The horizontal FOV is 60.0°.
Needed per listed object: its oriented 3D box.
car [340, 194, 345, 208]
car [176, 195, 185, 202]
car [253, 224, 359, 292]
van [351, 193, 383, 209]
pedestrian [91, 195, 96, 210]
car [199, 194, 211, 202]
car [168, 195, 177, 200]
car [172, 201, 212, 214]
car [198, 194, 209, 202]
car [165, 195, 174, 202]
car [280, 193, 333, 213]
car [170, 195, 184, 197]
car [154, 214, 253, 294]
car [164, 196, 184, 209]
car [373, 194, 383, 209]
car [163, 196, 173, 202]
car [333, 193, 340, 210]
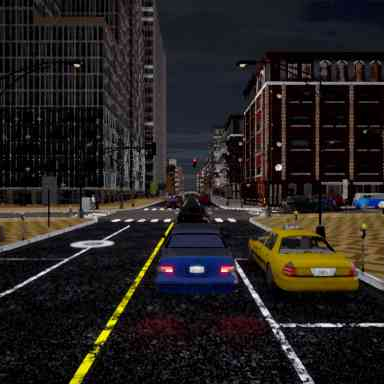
[{"bbox_3d":[15.297,1.094,38.994,5.009,1.841,2.192,-1,1,-1],"label":"car"},{"bbox_3d":[-2.785,1.474,80.494,1.882,1.535,5.008,0,0,0],"label":"car"},{"bbox_3d":[2.560,1.525,8.798,1.752,1.417,4.829,0,0,0],"label":"car"},{"bbox_3d":[20.953,1.050,39.056,3.998,1.788,1.690,-1,1,-1],"label":"van"},{"bbox_3d":[-12.366,1.270,41.628,0.375,1.860,0.375,0,1,-1],"label":"pedestrian"},{"bbox_3d":[2.537,1.318,63.445,2.192,1.841,5.009,0,0,0],"label":"car"},{"bbox_3d":[-5.355,1.558,91.406,2.008,1.369,4.403,0,0,0],"label":"car"},{"bbox_3d":[0.075,1.505,18.687,1.837,1.490,4.892,0,0,0],"label":"car"},{"bbox_3d":[2.532,1.320,74.630,2.192,1.841,5.009,0,0,0],"label":"car"},{"bbox_3d":[-5.351,1.550,80.220,1.887,1.381,4.507,0,0,0],"label":"car"},{"bbox_3d":[11.339,1.192,33.676,4.553,1.767,2.097,-1,0,2],"label":"car"},{"bbox_3d":[-2.860,1.494,55.802,2.128,1.511,4.902,0,0,0],"label":"car"},{"bbox_3d":[0.093,1.547,8.945,2.033,1.411,5.357,0,0,0],"label":"car"},{"bbox_3d":[-2.554,1.566,44.319,1.994,1.385,4.181,0,0,-5],"label":"car"},{"bbox_3d":[23.072,1.213,36.628,4.674,1.442,1.812,-1,0,0],"label":"car"},{"bbox_3d":[-5.348,1.555,74.627,2.008,1.369,4.403,0,0,0],"label":"car"},{"bbox_3d":[13.270,1.162,36.492,4.553,1.767,2.097,-1,0,-1],"label":"car"}]
